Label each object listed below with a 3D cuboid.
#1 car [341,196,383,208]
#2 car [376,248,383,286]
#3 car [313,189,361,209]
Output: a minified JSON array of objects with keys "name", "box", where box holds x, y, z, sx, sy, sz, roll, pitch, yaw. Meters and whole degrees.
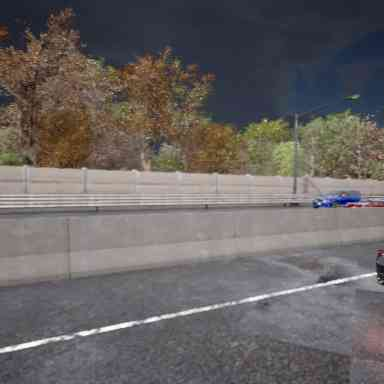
[{"name":"car","box":[15.720,1.233,29.319,4.718,1.301,1.895,0,1,-30]},{"name":"car","box":[6.057,1.440,7.259,4.892,1.490,1.837,0,1,-30]},{"name":"car","box":[14.349,0.765,32.558,5.566,2.045,2.150,0,1,-30]}]
